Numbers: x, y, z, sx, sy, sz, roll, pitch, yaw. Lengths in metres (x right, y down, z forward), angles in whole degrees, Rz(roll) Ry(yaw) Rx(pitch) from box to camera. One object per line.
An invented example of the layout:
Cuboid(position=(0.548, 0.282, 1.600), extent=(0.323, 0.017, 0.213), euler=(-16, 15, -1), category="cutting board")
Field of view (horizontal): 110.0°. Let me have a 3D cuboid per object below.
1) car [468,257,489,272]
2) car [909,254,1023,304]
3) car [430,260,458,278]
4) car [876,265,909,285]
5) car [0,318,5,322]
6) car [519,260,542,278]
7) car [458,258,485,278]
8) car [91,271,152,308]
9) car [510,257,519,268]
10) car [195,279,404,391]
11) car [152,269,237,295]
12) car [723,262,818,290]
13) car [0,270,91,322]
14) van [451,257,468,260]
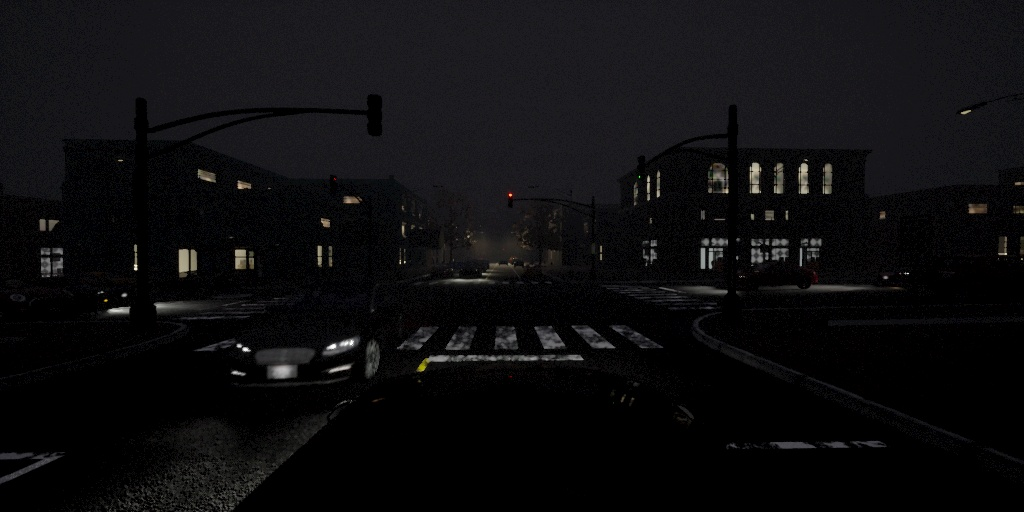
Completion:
Cuboid(position=(-4.180, 1.220, 44.461), extent=(1.882, 1.535, 5.008), euler=(0, 0, -1), category="car")
Cuboid(position=(19.642, 0.842, 14.370), extent=(5.009, 1.841, 2.192), euler=(0, 0, -2), category="car")
Cuboid(position=(-6.492, 1.326, 33.595), extent=(1.802, 1.307, 4.207), euler=(0, 0, -1), category="car")
Cuboid(position=(23.528, 0.918, 20.328), extent=(4.902, 1.511, 2.128), euler=(-1, 1, -2), category="car")
Cuboid(position=(-5.661, 1.295, 1.086), extent=(1.888, 1.381, 4.507), euler=(0, 0, -1), category="car")
Cuboid(position=(1.881, 1.270, 33.979), extent=(1.751, 1.417, 4.829), euler=(0, 0, -1), category="car")
Cuboid(position=(-3.920, 1.222, 34.421), extent=(1.882, 1.535, 5.008), euler=(0, 0, -2), category="car")
Cuboid(position=(-18.620, 1.526, 15.294), extent=(4.181, 1.385, 1.994), euler=(-1, 1, -2), category="car")
Cuboid(position=(1.178, 1.288, 61.531), extent=(2.007, 1.370, 4.403), euler=(0, 0, -1), category="car")
Cuboid(position=(-3.346, 1.236, 7.084), extent=(2.128, 1.511, 4.902), euler=(0, 0, -9), category="car")
Cuboid(position=(-18.678, 1.474, 21.093), extent=(4.313, 1.339, 1.948), euler=(0, 0, -2), category="car")
Cuboid(position=(14.306, 1.063, 19.928), extent=(4.674, 1.442, 1.812), euler=(-1, 1, -2), category="car")
Cuboid(position=(-18.346, 1.423, 12.752), extent=(4.097, 1.591, 1.967), euler=(0, 0, -2), category="car")
Cuboid(position=(-6.775, 1.083, 44.683), extent=(1.690, 1.789, 3.998), euler=(0, 0, -1), category="van")
